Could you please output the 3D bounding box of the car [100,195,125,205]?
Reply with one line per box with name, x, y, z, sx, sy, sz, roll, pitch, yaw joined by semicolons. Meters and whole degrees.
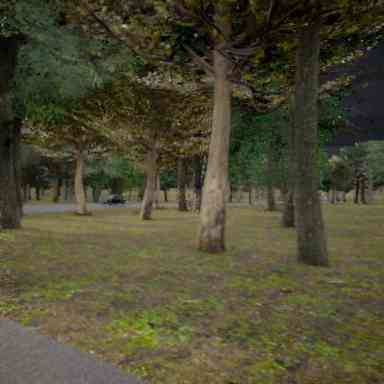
car;-15.676;1.560;66.068;2.150;2.045;5.566;3;1;32
